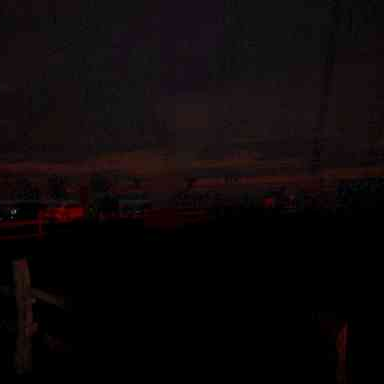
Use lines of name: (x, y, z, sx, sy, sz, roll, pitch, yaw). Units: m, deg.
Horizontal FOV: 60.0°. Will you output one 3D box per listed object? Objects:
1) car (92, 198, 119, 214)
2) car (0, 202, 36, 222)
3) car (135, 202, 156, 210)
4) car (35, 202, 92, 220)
car: (-11.380, 1.752, 42.630, 2.150, 2.045, 5.566, -1, -1, 16)
car: (-14.954, 1.679, 29.433, 2.097, 1.767, 4.553, -1, -1, 16)
car: (-7.667, 2.335, 55.024, 1.895, 1.301, 4.718, -1, -1, 18)
car: (-11.629, 1.799, 30.596, 1.882, 1.535, 5.008, -1, -1, 15)
